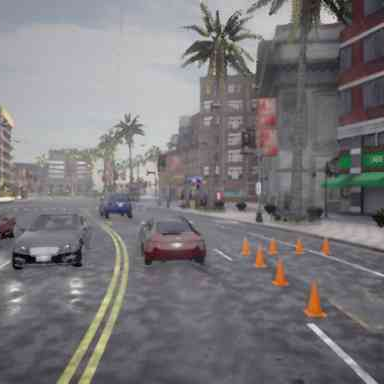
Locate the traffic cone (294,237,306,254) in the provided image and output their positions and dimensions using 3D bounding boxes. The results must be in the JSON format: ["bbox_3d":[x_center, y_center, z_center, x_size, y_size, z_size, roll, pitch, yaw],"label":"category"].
[{"bbox_3d":[3.963,1.950,12.257,0.340,0.580,0.340,0,0,-3],"label":"traffic cone"}]

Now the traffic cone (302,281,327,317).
[{"bbox_3d":[2.270,1.954,6.163,0.340,0.580,0.340,0,0,-3],"label":"traffic cone"}]

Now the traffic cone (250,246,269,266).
[{"bbox_3d":[2.067,1.946,10.158,0.340,0.580,0.340,0,0,-3],"label":"traffic cone"}]

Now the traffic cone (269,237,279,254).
[{"bbox_3d":[2.964,1.946,12.206,0.340,0.580,0.340,0,0,-3],"label":"traffic cone"}]

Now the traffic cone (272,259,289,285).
[{"bbox_3d":[2.168,1.950,8.161,0.340,0.580,0.340,0,0,-3],"label":"traffic cone"}]

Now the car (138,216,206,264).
[{"bbox_3d":[-0.840,1.538,11.809,1.994,1.385,4.181,0,0,-11],"label":"car"}]

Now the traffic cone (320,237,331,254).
[{"bbox_3d":[4.961,1.955,12.308,0.340,0.580,0.340,0,0,-3],"label":"traffic cone"}]

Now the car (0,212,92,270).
[{"bbox_3d":[-4.396,1.450,11.025,2.128,1.511,4.902,0,0,-13],"label":"car"}]

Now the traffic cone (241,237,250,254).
[{"bbox_3d":[1.965,1.941,12.156,0.340,0.580,0.340,0,0,-3],"label":"traffic cone"}]

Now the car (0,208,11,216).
[{"bbox_3d":[-8.772,1.411,14.033,1.882,1.535,5.008,0,0,-18],"label":"car"}]

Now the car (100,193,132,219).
[{"bbox_3d":[-6.619,1.137,28.751,2.150,2.045,5.566,0,0,-21],"label":"car"}]
